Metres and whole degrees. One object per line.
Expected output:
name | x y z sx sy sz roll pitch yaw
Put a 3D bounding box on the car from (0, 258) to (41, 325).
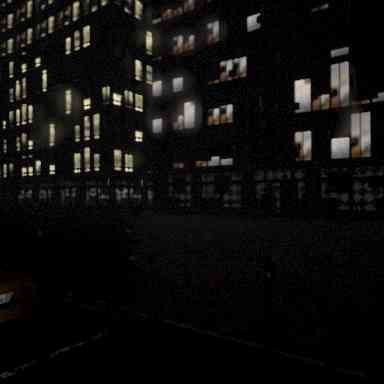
car | -4.776 1.596 6.279 4.829 1.417 1.752 -1 0 36
